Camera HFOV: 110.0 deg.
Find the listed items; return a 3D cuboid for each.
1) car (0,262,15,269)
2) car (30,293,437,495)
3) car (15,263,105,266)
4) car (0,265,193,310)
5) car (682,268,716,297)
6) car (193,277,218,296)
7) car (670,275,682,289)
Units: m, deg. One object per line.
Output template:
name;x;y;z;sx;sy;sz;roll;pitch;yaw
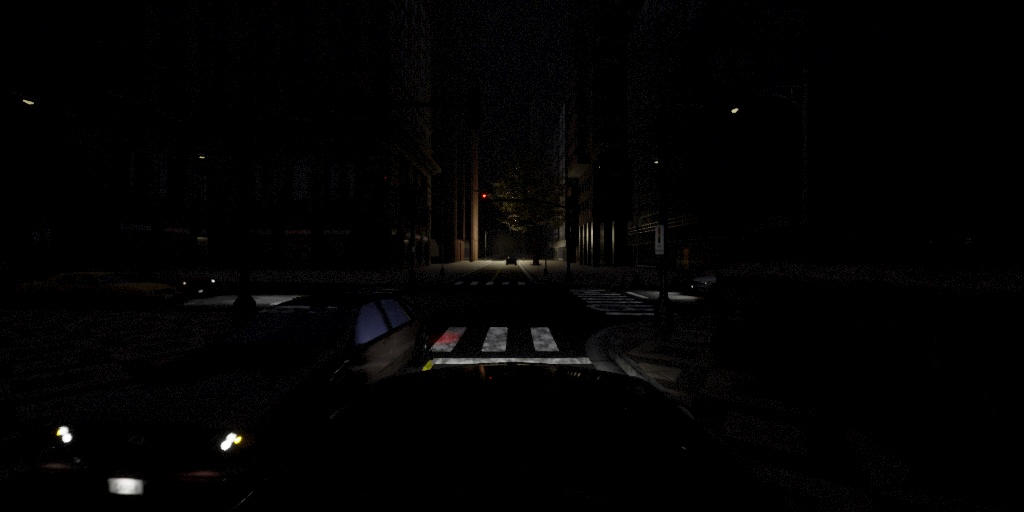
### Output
car;-31.988;0.974;21.685;4.507;1.381;1.888;0;0;0
car;-2.624;1.297;5.279;2.033;1.411;5.357;0;0;4
car;-26.370;1.065;21.671;4.313;1.339;1.948;0;0;0
car;-14.972;1.146;13.115;4.829;1.417;1.751;0;0;0
car;11.880;1.357;18.923;4.674;1.442;1.812;0;0;2
car;-15.894;1.215;15.779;4.718;1.301;1.895;1;0;0
car;11.864;1.381;21.569;4.403;1.370;2.007;0;0;0
